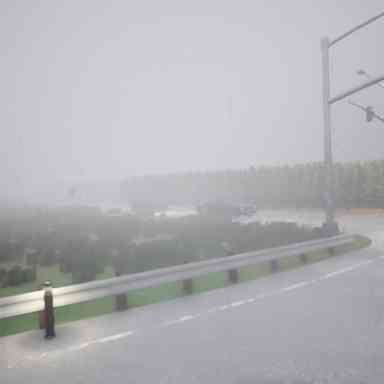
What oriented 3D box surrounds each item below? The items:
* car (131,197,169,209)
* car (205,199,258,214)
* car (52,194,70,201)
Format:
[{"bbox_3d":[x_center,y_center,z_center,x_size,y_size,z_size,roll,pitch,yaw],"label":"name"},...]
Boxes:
[{"bbox_3d":[-4.074,1.187,31.741,1.994,1.385,4.181,-4,2,-41],"label":"car"},{"bbox_3d":[2.471,1.176,24.233,1.895,1.301,4.718,-4,2,-41],"label":"car"},{"bbox_3d":[-23.043,1.149,58.457,1.812,1.442,4.674,-4,2,-41],"label":"car"}]
